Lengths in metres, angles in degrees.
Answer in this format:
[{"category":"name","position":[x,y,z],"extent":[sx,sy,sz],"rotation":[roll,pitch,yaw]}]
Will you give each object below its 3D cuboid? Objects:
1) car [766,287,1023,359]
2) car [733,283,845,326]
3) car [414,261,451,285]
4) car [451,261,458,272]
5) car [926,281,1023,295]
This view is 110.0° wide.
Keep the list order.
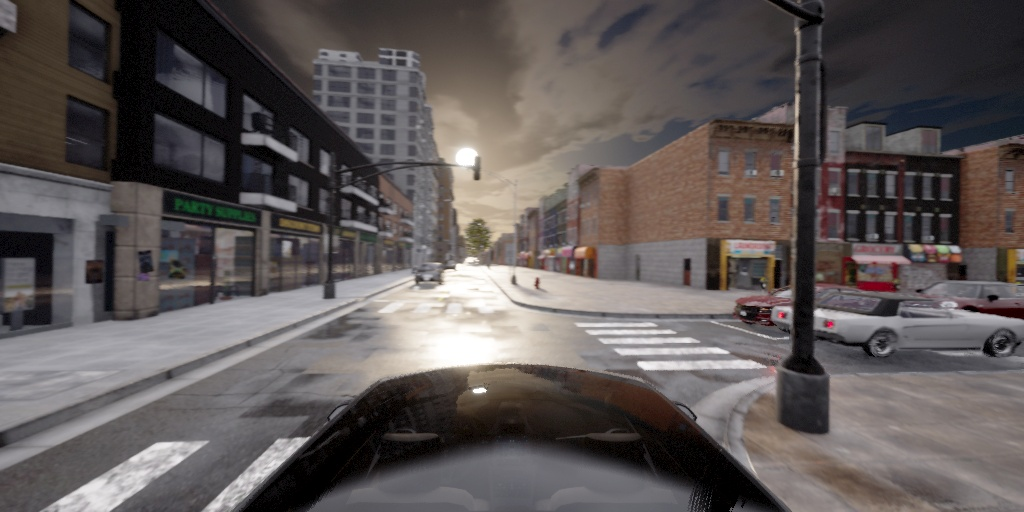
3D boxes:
[{"category":"car","position":[9.100,1.566,8.565],"extent":[4.718,1.301,1.895],"rotation":[1,0,-5]},{"category":"car","position":[9.141,1.516,10.981],"extent":[4.507,1.381,1.888],"rotation":[0,0,-6]},{"category":"car","position":[-5.877,1.251,26.060],"extent":[2.128,1.511,4.902],"rotation":[1,0,-7]},{"category":"car","position":[-8.514,1.389,49.355],"extent":[1.837,1.490,4.892],"rotation":[1,-1,-6]},{"category":"car","position":[14.569,1.522,11.601],"extent":[4.097,1.591,1.967],"rotation":[0,0,-6]}]
